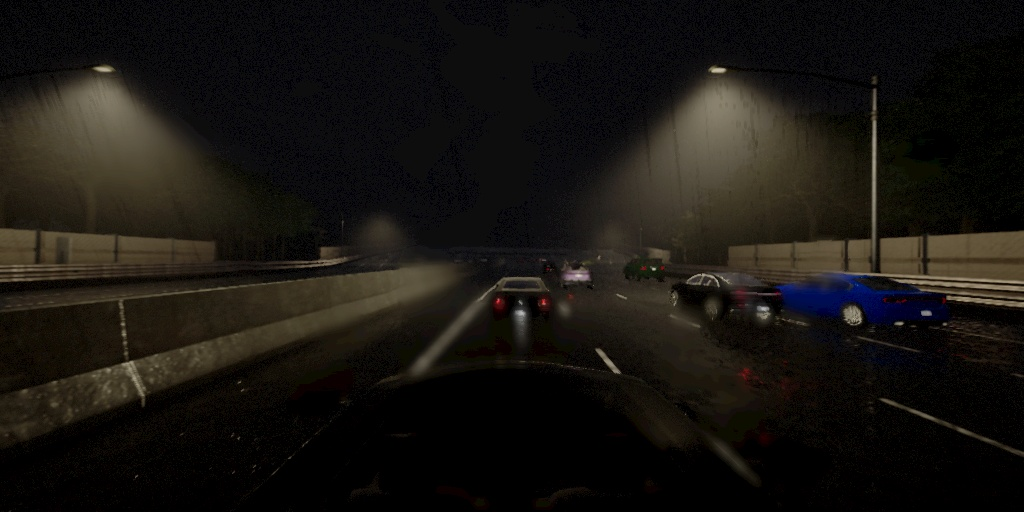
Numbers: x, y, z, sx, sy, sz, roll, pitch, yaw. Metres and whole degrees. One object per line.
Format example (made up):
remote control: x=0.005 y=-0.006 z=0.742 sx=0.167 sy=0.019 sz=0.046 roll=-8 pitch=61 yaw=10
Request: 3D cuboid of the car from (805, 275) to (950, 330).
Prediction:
car: x=10.834 y=1.344 z=11.790 sx=1.882 sy=1.535 sz=5.008 roll=0 pitch=0 yaw=2

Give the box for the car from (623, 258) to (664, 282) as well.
car: x=11.411 y=1.155 z=31.246 sx=2.150 sy=2.045 sz=5.566 roll=0 pitch=0 yaw=2

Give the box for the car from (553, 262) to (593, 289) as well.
car: x=4.188 y=1.288 z=24.341 sx=2.033 sy=1.649 sz=4.856 roll=0 pitch=0 yaw=2

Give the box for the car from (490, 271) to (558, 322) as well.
car: x=0.351 y=1.392 z=12.601 sx=1.895 sy=1.301 sz=4.718 roll=0 pitch=0 yaw=2

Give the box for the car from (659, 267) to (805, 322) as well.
car: x=7.361 y=1.336 z=12.816 sx=2.128 sy=1.511 sz=4.902 roll=0 pitch=0 yaw=2

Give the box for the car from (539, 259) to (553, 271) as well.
car: x=4.840 y=1.437 z=45.853 sx=1.837 sy=1.490 sz=4.892 roll=0 pitch=0 yaw=2
